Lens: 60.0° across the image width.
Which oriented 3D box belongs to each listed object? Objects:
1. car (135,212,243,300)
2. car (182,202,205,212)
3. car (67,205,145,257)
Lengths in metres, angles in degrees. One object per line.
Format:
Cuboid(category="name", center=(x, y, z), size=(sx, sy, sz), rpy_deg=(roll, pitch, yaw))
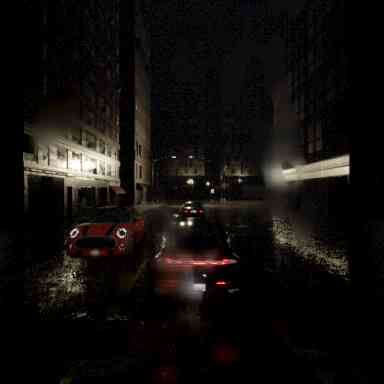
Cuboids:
Cuboid(category="car", center=(0.102, 1.492, 8.366), size=(2.128, 1.511, 4.902), rpy_deg=(0, 0, 0))
Cuboid(category="car", center=(0.121, 1.549, 28.127), size=(2.033, 1.411, 5.357), rpy_deg=(0, 0, 0))
Cuboid(category="car", center=(-3.091, 1.352, 12.842), size=(2.097, 1.767, 4.553), rpy_deg=(0, 0, 0))
